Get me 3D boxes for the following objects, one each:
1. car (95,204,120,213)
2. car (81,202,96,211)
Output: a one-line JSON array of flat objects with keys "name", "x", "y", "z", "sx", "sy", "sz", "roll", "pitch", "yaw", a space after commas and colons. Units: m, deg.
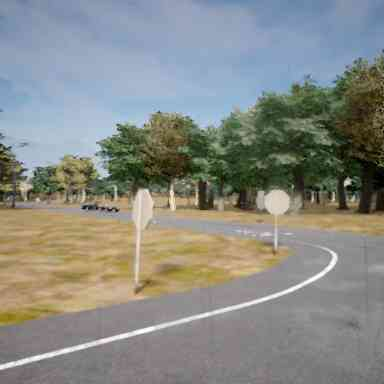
[{"name": "car", "x": -12.785, "y": 2.502, "z": 51.141, "sx": 1.895, "sy": 1.301, "sz": 4.718, "roll": 3, "pitch": -3, "yaw": -34}, {"name": "car", "x": -17.986, "y": 2.530, "z": 58.646, "sx": 1.882, "sy": 1.535, "sz": 5.008, "roll": 3, "pitch": -3, "yaw": -34}]
